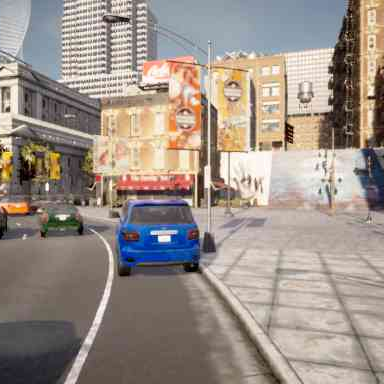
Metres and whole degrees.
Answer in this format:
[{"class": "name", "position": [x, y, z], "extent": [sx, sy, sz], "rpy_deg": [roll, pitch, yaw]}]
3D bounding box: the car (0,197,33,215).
[{"class": "car", "position": [-17.506, 1.331, 32.028], "extent": [4.553, 1.767, 2.097], "rpy_deg": [0, 0, 44]}]

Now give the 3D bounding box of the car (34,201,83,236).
[{"class": "car", "position": [-7.463, 1.343, 18.619], "extent": [2.097, 1.767, 4.553], "rpy_deg": [0, 0, -27]}]

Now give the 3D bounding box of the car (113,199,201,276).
[{"class": "car", "position": [-1.297, 1.218, 10.621], "extent": [2.150, 2.045, 5.566], "rpy_deg": [0, 0, -14]}]

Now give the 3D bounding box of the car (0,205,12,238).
[{"class": "car", "position": [-10.566, 1.590, 17.052], "extent": [1.895, 1.301, 4.718], "rpy_deg": [0, 0, -26]}]
